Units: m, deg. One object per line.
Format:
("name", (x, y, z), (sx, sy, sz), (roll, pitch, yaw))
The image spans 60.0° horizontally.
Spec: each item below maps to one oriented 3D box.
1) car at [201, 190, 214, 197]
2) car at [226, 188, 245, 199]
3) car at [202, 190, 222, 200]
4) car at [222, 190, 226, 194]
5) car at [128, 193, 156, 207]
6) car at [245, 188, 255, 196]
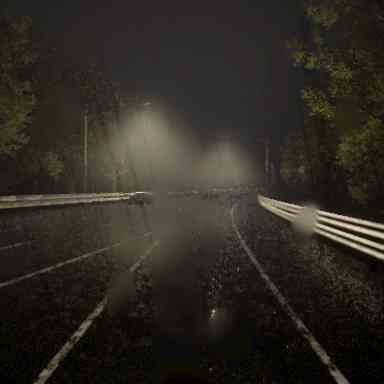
("car", (3.462, 0.318, 72.112), (1.882, 1.535, 5.008), (1, 1, 15))
("car", (8.262, 0.419, 62.742), (2.097, 1.767, 4.553), (1, 1, 15))
("car", (3.299, 0.451, 57.555), (2.097, 1.767, 4.553), (1, 1, 15))
("car", (9.113, 0.047, 93.887), (2.033, 1.411, 5.357), (1, 1, 15))
("car", (-5.591, 0.875, 37.245), (1.812, 1.442, 4.674), (1, 1, 15))
("car", (14.324, 0.240, 86.104), (2.128, 1.511, 4.902), (1, 1, 15))
